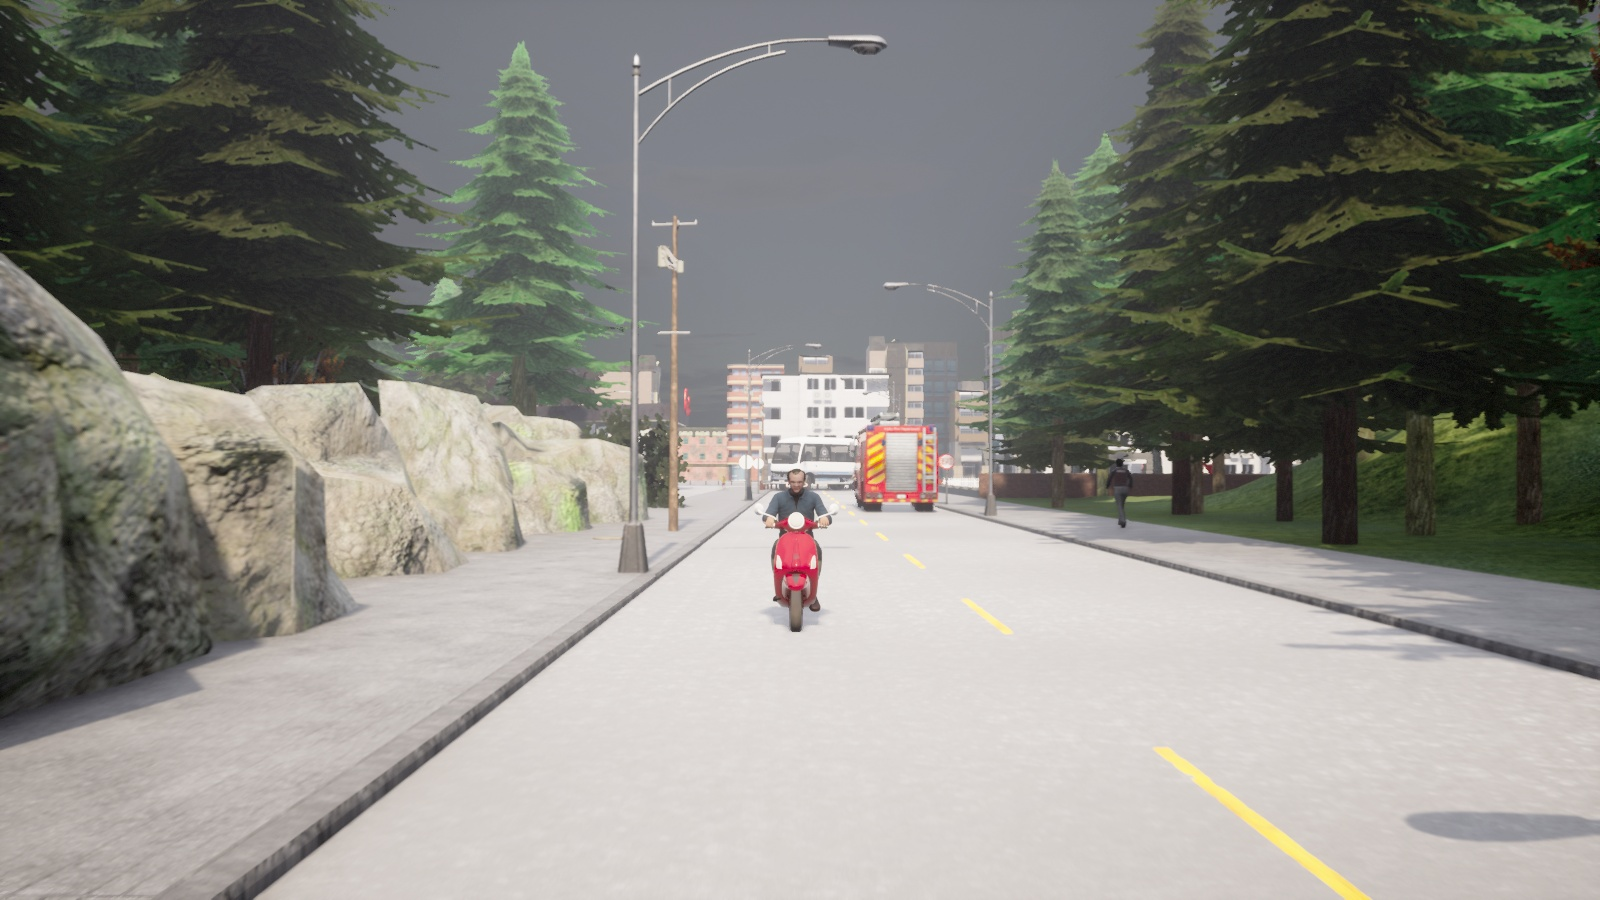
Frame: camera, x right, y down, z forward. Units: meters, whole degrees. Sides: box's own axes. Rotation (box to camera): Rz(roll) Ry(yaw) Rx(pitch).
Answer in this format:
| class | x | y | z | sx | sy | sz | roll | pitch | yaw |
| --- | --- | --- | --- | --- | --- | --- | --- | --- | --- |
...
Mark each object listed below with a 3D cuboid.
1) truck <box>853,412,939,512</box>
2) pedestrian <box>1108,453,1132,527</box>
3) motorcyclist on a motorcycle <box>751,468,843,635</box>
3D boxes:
| class | x | y | z | sx | sy | sz | roll | pitch | yaw |
| --- | --- | --- | --- | --- | --- | --- | --- | --- | --- |
| truck | 3.867 | 0.515 | 52.590 | 2.891 | 3.827 | 8.468 | 0 | -1 | 0 |
| pedestrian | 8.476 | 1.048 | 33.286 | 0.402 | 1.930 | 0.666 | 0 | -1 | -7 |
| motorcyclist on a motorcycle | -0.031 | 0.984 | 12.881 | 0.866 | 1.590 | 1.817 | 0 | -1 | 0 |
